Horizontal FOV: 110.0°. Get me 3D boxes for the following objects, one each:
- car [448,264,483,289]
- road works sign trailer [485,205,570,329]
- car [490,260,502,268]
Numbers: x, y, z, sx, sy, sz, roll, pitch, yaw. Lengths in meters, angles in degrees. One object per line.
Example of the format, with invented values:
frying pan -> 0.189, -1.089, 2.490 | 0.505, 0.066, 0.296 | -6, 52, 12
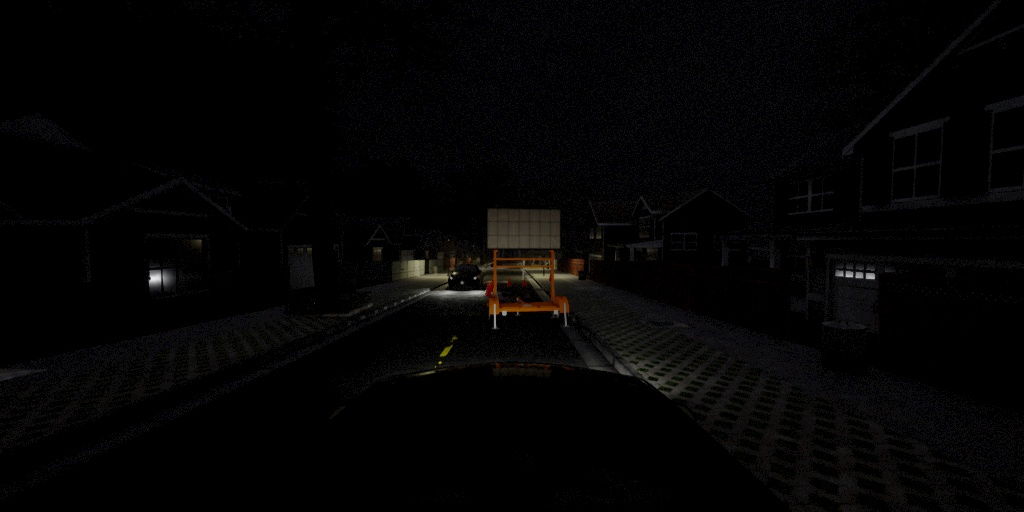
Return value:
car -> -2.871, 1.271, 22.990 | 1.812, 1.442, 4.674 | 0, 0, 0
road works sign trailer -> 0.352, 0.209, 11.333 | 2.380, 3.560, 2.880 | 0, 0, -7
car -> -2.811, 1.342, 63.357 | 1.812, 1.442, 4.674 | 0, 0, 0
